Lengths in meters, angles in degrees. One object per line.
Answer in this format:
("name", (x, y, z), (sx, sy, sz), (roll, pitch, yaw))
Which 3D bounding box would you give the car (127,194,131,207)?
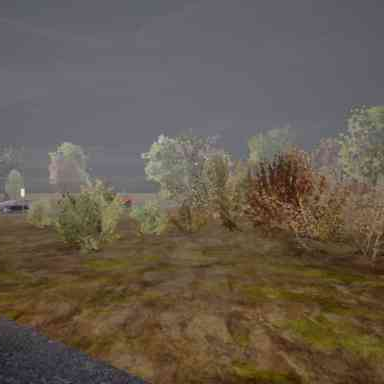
("car", (-11.205, 1.241, 47.810), (2.150, 2.045, 5.566), (0, 0, 38))

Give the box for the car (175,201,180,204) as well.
("car", (-0.975, 1.527, 60.342), (2.128, 1.511, 4.902), (0, 0, 41))

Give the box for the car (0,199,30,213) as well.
("car", (-19.410, 1.505, 36.952), (2.128, 1.511, 4.902), (0, 0, 36))
